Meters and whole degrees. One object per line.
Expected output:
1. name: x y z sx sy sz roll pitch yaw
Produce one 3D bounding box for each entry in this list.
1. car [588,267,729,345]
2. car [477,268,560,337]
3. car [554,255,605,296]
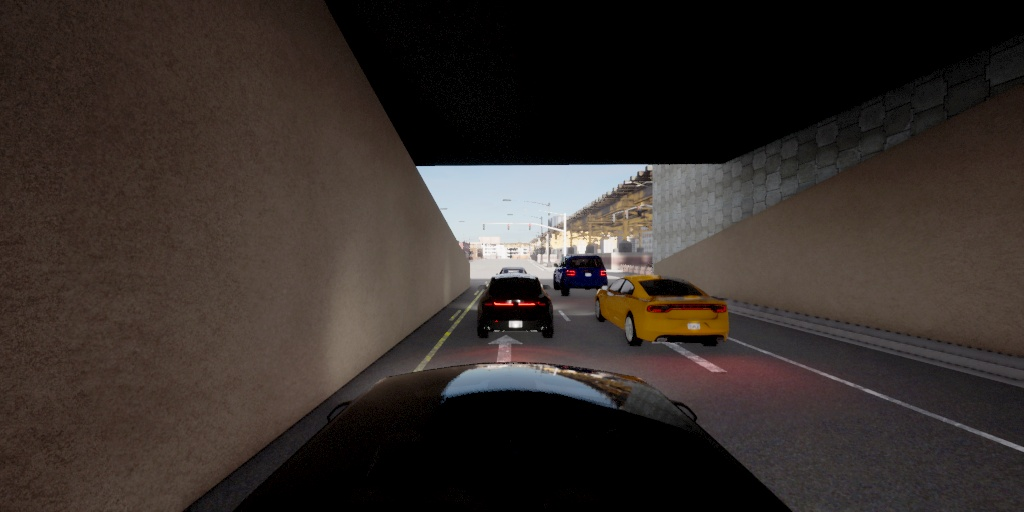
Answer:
1. car: 3.574 1.228 9.515 1.882 1.535 5.008 0 0 0
2. car: 0.076 1.255 10.313 1.837 1.490 4.892 0 0 0
3. car: 3.569 0.971 19.484 2.150 2.045 5.566 0 0 0
